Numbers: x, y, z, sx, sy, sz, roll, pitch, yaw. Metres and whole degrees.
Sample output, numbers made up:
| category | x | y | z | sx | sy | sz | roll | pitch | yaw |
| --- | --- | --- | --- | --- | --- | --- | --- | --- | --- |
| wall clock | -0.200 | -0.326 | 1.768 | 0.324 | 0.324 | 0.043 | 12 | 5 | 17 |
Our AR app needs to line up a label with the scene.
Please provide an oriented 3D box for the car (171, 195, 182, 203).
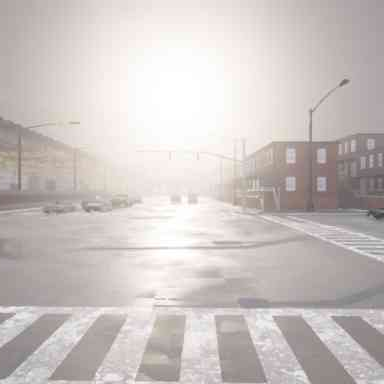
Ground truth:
| category | x | y | z | sx | sy | sz | roll | pitch | yaw |
| --- | --- | --- | --- | --- | --- | --- | --- | --- | --- |
| car | -3.368 | 1.353 | 70.271 | 2.097 | 1.767 | 4.553 | 0 | 0 | 0 |

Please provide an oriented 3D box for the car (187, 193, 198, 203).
| category | x | y | z | sx | sy | sz | roll | pitch | yaw |
| --- | --- | --- | --- | --- | --- | --- | --- | --- | --- |
| car | 0.165 | 1.544 | 68.932 | 2.033 | 1.411 | 5.357 | 0 | 0 | 0 |

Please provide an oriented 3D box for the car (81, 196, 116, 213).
| category | x | y | z | sx | sy | sz | roll | pitch | yaw |
| --- | --- | --- | --- | --- | --- | --- | --- | --- | --- |
| car | -10.558 | 1.547 | 37.652 | 2.033 | 1.411 | 5.357 | 0 | 0 | 0 |

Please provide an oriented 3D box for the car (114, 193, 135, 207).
| category | x | y | z | sx | sy | sz | roll | pitch | yaw |
| --- | --- | --- | --- | --- | --- | --- | --- | --- | --- |
| car | -10.537 | 1.221 | 50.348 | 2.150 | 2.045 | 5.566 | 0 | 0 | 0 |

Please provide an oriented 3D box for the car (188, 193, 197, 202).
| category | x | y | z | sx | sy | sz | roll | pitch | yaw |
| --- | --- | --- | --- | --- | --- | --- | --- | --- | --- |
| car | 0.074 | 1.225 | 80.334 | 2.150 | 2.045 | 5.566 | 0 | 0 | 0 |

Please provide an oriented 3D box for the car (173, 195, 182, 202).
| category | x | y | z | sx | sy | sz | roll | pitch | yaw |
| --- | --- | --- | --- | --- | --- | --- | --- | --- | --- |
| car | -3.426 | 1.478 | 80.557 | 1.882 | 1.535 | 5.008 | 0 | 0 | 0 |

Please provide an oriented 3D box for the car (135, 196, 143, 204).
| category | x | y | z | sx | sy | sz | roll | pitch | yaw |
| --- | --- | --- | --- | --- | --- | --- | --- | --- | --- |
| car | -10.487 | 1.503 | 63.615 | 1.837 | 1.490 | 4.892 | 0 | 0 | 1 |

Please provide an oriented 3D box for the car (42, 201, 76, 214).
| category | x | y | z | sx | sy | sz | roll | pitch | yaw |
| --- | --- | --- | --- | --- | --- | --- | --- | --- | --- |
| car | -14.062 | 1.601 | 35.418 | 1.895 | 1.301 | 4.718 | 0 | 0 | 0 |

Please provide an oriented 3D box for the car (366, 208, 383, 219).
| category | x | y | z | sx | sy | sz | roll | pitch | yaw |
| --- | --- | --- | --- | --- | --- | --- | --- | --- | --- |
| car | 17.060 | 1.547 | 26.712 | 5.357 | 1.411 | 2.033 | 0 | 0 | 0 |

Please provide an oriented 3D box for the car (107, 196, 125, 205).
| category | x | y | z | sx | sy | sz | roll | pitch | yaw |
| --- | --- | --- | --- | --- | --- | --- | --- | --- | --- |
| car | -13.996 | 1.492 | 61.644 | 2.128 | 1.511 | 4.902 | 0 | 0 | 1 |

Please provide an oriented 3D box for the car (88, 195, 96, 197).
| category | x | y | z | sx | sy | sz | roll | pitch | yaw |
| --- | --- | --- | --- | --- | --- | --- | --- | --- | --- |
| car | -14.044 | 1.352 | 46.962 | 2.097 | 1.767 | 4.553 | 0 | 0 | 0 |
